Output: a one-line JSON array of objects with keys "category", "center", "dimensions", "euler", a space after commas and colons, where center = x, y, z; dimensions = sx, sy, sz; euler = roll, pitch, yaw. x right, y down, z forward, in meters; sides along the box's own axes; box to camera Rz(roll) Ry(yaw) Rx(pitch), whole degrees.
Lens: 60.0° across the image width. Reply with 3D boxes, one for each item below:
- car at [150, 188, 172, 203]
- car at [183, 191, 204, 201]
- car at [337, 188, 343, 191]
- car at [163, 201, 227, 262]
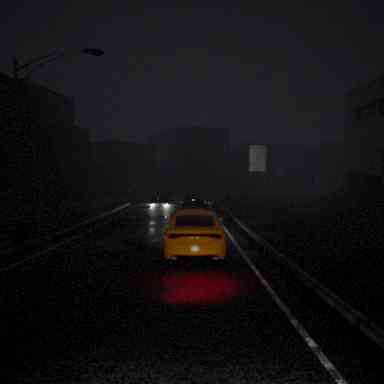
[{"category": "car", "center": [-3.340, 0.369, 36.623], "dimensions": [1.837, 1.490, 4.892], "euler": [0, 3, 4]}, {"category": "car", "center": [0.176, 0.618, 32.621], "dimensions": [1.994, 1.385, 4.181], "euler": [0, 3, 1]}, {"category": "car", "center": [29.550, -0.499, 61.632], "dimensions": [5.008, 1.535, 1.882], "euler": [2, 3, 0]}, {"category": "car", "center": [0.091, 1.345, 11.648], "dimensions": [1.882, 1.535, 5.008], "euler": [0, 2, 0]}]
